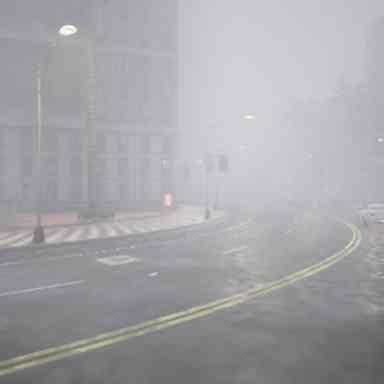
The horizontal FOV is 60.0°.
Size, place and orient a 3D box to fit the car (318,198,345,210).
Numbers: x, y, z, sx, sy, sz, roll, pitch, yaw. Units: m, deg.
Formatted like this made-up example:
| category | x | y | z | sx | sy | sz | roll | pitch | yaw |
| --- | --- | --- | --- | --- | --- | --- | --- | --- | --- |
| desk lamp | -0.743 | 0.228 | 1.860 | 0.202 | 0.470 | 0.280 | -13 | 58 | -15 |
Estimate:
| category | x | y | z | sx | sy | sz | roll | pitch | yaw |
| --- | --- | --- | --- | --- | --- | --- | --- | --- | --- |
| car | 17.903 | 1.505 | 43.227 | 1.837 | 1.490 | 4.892 | 0 | 0 | -6 |

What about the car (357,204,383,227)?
| category | x | y | z | sx | sy | sz | roll | pitch | yaw |
| --- | --- | --- | --- | --- | --- | --- | --- | --- | --- |
| car | 12.415 | 1.522 | 22.471 | 1.812 | 1.442 | 4.674 | 0 | 0 | 20 |

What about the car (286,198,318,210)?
| category | x | y | z | sx | sy | sz | roll | pitch | yaw |
| --- | --- | --- | --- | --- | --- | --- | --- | --- | --- |
| car | 14.234 | 1.496 | 44.310 | 2.128 | 1.511 | 4.902 | 0 | 0 | -8 |
